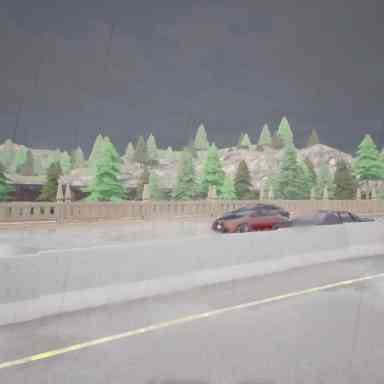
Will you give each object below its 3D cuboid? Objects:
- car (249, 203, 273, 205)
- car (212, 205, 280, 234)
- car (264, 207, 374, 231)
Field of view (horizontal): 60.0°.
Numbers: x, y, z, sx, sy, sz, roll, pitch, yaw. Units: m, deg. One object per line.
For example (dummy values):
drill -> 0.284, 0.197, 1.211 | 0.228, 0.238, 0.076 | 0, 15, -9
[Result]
car -> 4.328, 1.539, 22.323 | 4.892, 1.490, 1.837 | 0, 0, -26
car -> 3.164, 1.587, 17.815 | 4.181, 1.385, 1.994 | 0, 0, -27
car -> 6.244, 1.567, 15.553 | 5.357, 1.411, 2.033 | 0, 0, -27
